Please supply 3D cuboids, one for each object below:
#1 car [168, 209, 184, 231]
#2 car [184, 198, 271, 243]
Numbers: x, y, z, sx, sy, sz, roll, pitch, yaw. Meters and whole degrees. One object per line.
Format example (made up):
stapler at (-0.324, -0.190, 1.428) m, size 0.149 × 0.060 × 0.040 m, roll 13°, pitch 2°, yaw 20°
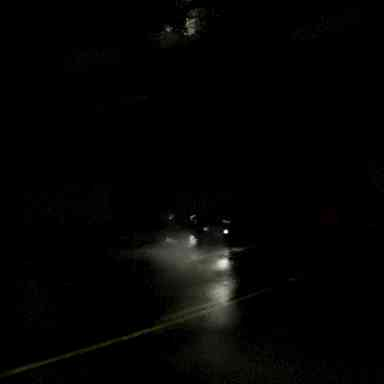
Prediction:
car at (0.474, 1.480, 20.881) m, size 2.097 × 1.767 × 4.553 m, roll 0°, pitch 0°, yaw 33°
car at (2.207, 1.323, 17.235) m, size 2.150 × 2.045 × 5.566 m, roll 0°, pitch 0°, yaw 35°
